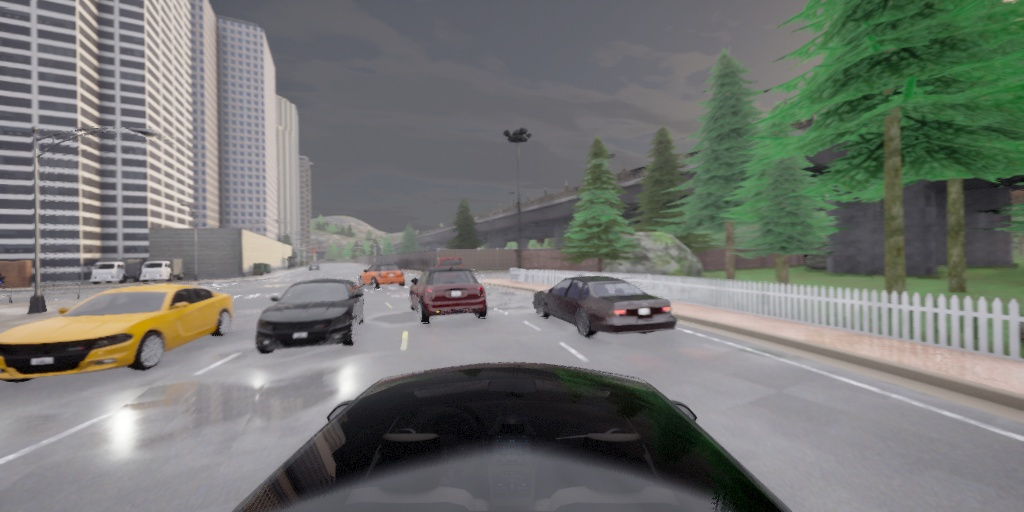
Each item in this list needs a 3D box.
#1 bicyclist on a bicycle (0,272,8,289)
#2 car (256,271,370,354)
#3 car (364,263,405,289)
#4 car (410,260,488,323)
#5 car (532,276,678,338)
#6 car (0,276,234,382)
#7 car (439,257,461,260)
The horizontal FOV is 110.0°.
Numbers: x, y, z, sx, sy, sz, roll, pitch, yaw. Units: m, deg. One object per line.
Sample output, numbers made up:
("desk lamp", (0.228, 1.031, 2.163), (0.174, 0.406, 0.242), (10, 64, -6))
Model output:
("bicyclist on a bicycle", (-43.241, 2.023, 30.261), (0.582, 1.620, 1.656), (-1, 0, -27))
("car", (-5.061, 1.347, 9.596), (1.882, 1.535, 5.008), (-1, 0, -19))
("car", (-9.740, 1.378, 26.611), (2.097, 1.767, 4.553), (-1, 0, -39))
("car", (-2.437, 1.178, 12.876), (2.097, 1.767, 4.553), (-1, 0, -21))
("car", (2.214, 1.277, 10.236), (2.033, 1.411, 5.357), (-1, 0, -16))
("car", (-8.185, 1.403, 8.026), (1.882, 1.535, 5.008), (-1, 0, -18))
("car", (-4.869, 1.142, 28.128), (2.150, 2.045, 5.566), (-2, 0, -12))
